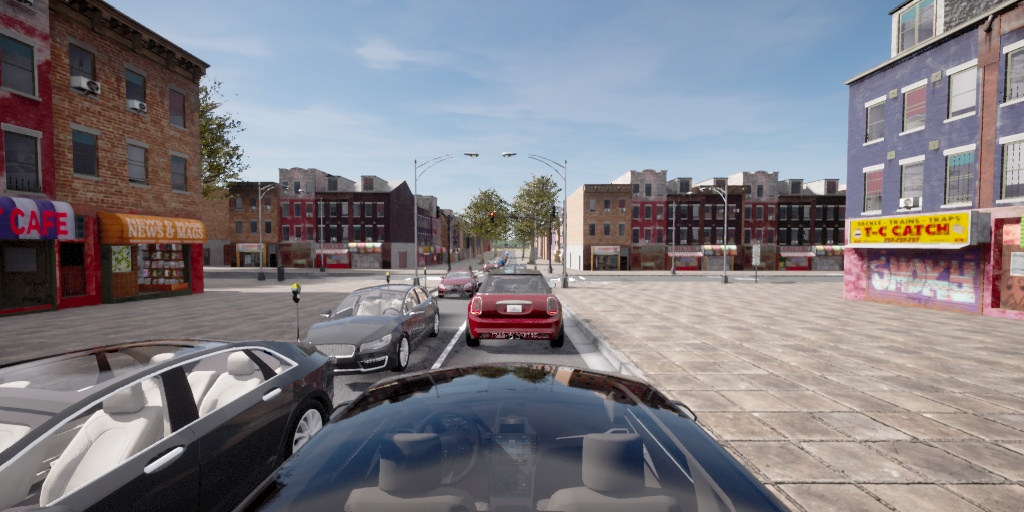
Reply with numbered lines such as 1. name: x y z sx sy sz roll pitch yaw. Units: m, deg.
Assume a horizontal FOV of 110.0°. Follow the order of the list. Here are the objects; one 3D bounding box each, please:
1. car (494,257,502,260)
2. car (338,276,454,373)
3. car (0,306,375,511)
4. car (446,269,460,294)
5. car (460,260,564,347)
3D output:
1. car: -2.578 1.233 45.106 1.967 1.591 4.097 0 0 0
2. car: -2.632 1.298 7.436 2.007 1.370 4.403 0 0 0
3. car: -2.640 1.300 1.988 2.007 1.370 4.403 0 0 0
4. car: -2.617 1.332 18.330 1.802 1.307 4.207 0 0 0
5. car: 0.109 1.099 9.481 2.097 1.767 4.553 0 0 2
